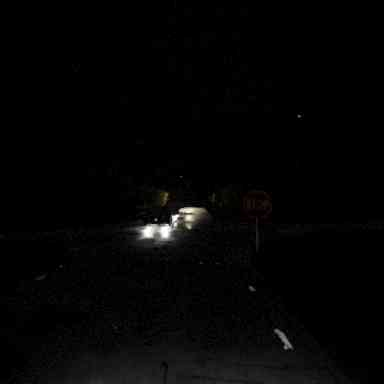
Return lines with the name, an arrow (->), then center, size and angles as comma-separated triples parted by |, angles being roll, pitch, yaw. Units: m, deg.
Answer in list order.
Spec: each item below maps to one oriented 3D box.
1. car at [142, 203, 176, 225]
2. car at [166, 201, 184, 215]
car -> -2.564, 1.801, 25.617 | 1.994, 1.385, 4.181 | 0, -1, 0
car -> -2.456, 1.948, 40.136 | 2.128, 1.511, 4.902 | 0, 0, 0
